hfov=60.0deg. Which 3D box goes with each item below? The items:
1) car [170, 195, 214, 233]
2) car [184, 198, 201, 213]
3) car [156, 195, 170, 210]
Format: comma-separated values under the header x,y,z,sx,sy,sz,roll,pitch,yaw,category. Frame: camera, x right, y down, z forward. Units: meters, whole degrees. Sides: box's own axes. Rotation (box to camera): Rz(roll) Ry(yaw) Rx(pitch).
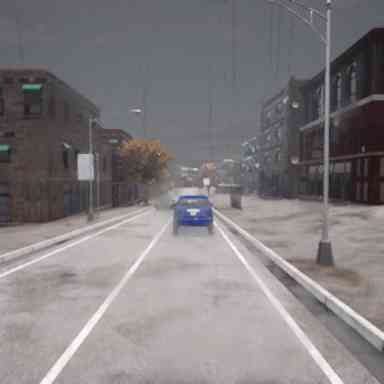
x,y,z,sx,sy,sz,roll,pitch,yaw,category
0.066,1.190,19.558,2.150,2.045,5.566,0,0,0,car
0.018,1.500,38.159,1.812,1.442,4.674,0,0,0,car
-3.267,1.324,41.162,2.097,1.767,4.553,0,0,0,car
